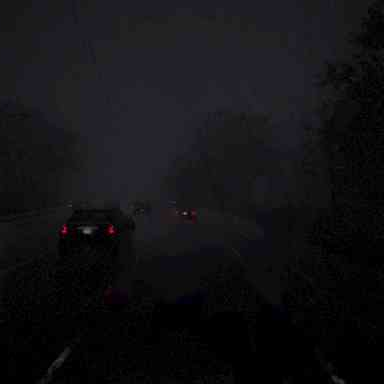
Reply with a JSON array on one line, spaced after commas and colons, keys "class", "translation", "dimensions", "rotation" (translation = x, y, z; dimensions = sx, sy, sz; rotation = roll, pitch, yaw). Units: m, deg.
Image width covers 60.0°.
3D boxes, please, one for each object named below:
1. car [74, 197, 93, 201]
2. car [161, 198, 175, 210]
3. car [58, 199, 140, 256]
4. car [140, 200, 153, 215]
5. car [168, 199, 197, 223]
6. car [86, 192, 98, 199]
[{"class": "car", "translation": [-12.985, 1.594, 38.789], "dimensions": [1.895, 1.301, 4.718], "rotation": [0, 0, -10]}, {"class": "car", "translation": [-2.892, 1.495, 42.798], "dimensions": [2.128, 1.511, 4.902], "rotation": [0, 0, -11]}, {"class": "car", "translation": [-3.566, 1.352, 13.289], "dimensions": [2.097, 1.767, 4.553], "rotation": [0, 0, -1]}, {"class": "car", "translation": [-4.912, 1.492, 33.032], "dimensions": [2.128, 1.511, 4.902], "rotation": [0, 0, -7]}, {"class": "car", "translation": [-0.664, 1.549, 25.796], "dimensions": [2.033, 1.411, 5.357], "rotation": [0, 0, -4]}, {"class": "car", "translation": [-23.911, 0.962, 79.081], "dimensions": [2.150, 2.045, 5.566], "rotation": [0, 0, -29]}]
